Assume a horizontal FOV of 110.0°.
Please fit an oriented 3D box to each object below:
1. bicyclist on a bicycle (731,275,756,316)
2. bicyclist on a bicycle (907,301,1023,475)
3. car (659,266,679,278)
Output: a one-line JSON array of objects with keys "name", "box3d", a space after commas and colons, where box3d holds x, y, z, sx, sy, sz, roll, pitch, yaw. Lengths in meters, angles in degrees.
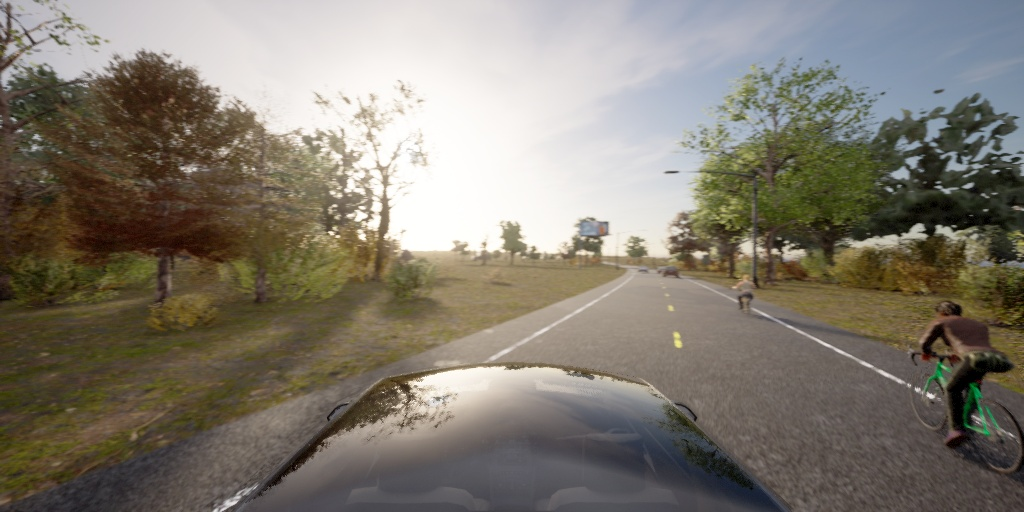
[{"name": "bicyclist on a bicycle", "box3d": [9.354, 1.559, 14.407, 0.866, 1.612, 1.509, 1, -1, 22]}, {"name": "bicyclist on a bicycle", "box3d": [4.992, 1.343, 4.018, 0.582, 1.620, 1.656, 1, -1, 23]}, {"name": "car", "box3d": [23.600, 2.282, 53.576, 2.097, 1.767, 4.553, 1, -1, 20]}]
